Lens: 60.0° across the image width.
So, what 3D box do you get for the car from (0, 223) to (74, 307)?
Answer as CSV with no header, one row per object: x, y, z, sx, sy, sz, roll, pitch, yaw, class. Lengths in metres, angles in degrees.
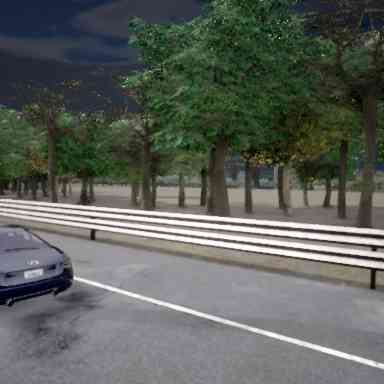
-4.429,1.375,7.144,4.181,1.385,1.994,2,1,37,car
